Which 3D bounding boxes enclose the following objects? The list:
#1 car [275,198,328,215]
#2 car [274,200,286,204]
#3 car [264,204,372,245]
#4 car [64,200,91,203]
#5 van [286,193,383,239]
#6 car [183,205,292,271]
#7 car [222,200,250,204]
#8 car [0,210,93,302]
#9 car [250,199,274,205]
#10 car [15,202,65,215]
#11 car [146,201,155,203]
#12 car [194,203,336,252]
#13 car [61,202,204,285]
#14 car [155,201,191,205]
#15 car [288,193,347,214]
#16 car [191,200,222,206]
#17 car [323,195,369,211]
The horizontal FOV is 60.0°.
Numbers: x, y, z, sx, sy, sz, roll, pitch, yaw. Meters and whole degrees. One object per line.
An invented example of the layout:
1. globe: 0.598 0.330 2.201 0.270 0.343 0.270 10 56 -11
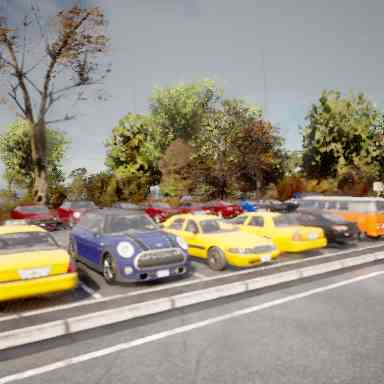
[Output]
1. car: 11.294 1.425 34.661 2.231 1.521 4.892 0 0 -36
2. car: 6.715 1.434 31.356 2.231 1.521 4.892 0 0 -36
3. car: 4.926 1.487 14.603 2.002 1.452 4.674 0 0 -36
4. car: -7.170 1.327 21.432 2.185 1.767 4.553 0 0 -36
5. van: 7.152 1.218 16.347 1.878 1.987 4.442 0 0 -36
6. car: 0.442 1.450 11.159 1.946 1.575 5.366 0 0 -36
7. car: 2.128 1.440 28.062 2.097 1.535 5.008 0 0 -36
8. car: -4.365 1.456 8.164 1.946 1.575 5.366 0 0 -36
9. car: 4.422 1.436 29.709 2.097 1.535 5.008 0 0 -36
10. car: -9.448 1.456 19.765 2.097 1.535 5.008 0 0 -36
11. car: -4.855 1.449 23.049 2.097 1.535 5.008 0 0 -36
12. car: 2.521 1.447 13.108 1.946 1.575 5.366 0 0 -36
13. car: -1.980 1.331 9.687 2.185 1.767 4.553 0 0 -36
14. car: -2.567 1.446 24.704 2.097 1.535 5.008 0 0 -36
15. car: 13.507 1.167 36.207 2.435 2.045 5.566 0 0 -36
16. car: -0.186 1.472 26.443 2.163 1.488 4.792 0 0 -36
17. car: 18.223 1.270 39.550 2.185 1.767 4.553 1 0 -36
